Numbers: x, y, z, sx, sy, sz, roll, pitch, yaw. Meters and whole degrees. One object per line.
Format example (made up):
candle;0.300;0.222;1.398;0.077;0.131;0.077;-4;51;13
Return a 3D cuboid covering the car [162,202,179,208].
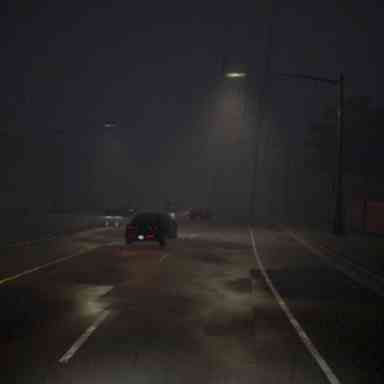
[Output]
car;-3.454;2.431;54.128;2.097;1.767;4.553;1;-1;9

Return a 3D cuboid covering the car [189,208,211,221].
car;0.976;2.388;36.499;1.895;1.301;4.718;1;-1;9

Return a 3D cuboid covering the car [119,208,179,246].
car;-1.956;1.813;17.181;1.837;1.490;4.892;1;-1;8

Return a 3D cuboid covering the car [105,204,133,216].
car;-9.002;2.245;41.679;2.033;1.411;5.357;1;-1;9
